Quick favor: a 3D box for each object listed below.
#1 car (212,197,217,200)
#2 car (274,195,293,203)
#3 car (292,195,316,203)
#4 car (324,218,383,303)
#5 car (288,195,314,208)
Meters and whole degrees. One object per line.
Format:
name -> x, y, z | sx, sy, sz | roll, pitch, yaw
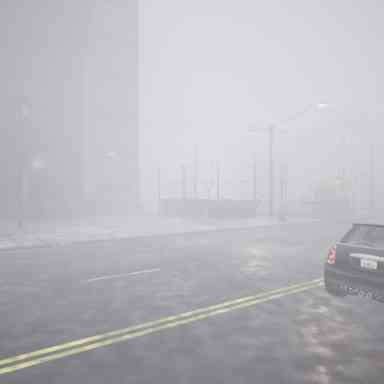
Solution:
car -> 4.259, 1.565, 60.449 | 4.718, 1.301, 1.895 | 0, 0, -36
car -> 19.002, 1.438, 68.931 | 3.806, 1.475, 1.970 | 0, 0, -36
car -> 21.907, 1.406, 64.929 | 4.674, 1.452, 2.002 | 0, 0, -36
car -> 5.001, 1.350, 7.356 | 4.553, 1.767, 2.097 | 0, 0, -35
car -> 14.988, 1.244, 45.871 | 4.553, 1.767, 2.185 | 0, 0, -36
